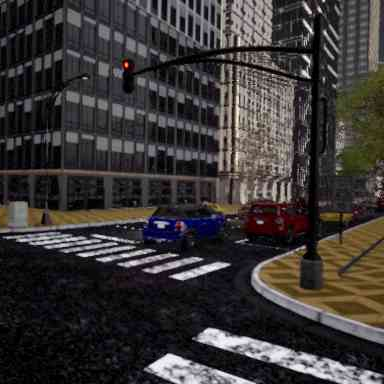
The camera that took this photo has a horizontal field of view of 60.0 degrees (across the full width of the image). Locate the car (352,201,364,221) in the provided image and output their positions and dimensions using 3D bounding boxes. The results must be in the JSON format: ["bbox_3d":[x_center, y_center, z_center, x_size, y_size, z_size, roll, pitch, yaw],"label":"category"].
[{"bbox_3d":[14.432,1.816,29.960,1.802,1.307,4.206,2,0,37],"label":"car"}]

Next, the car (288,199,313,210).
[{"bbox_3d":[14.406,1.631,44.002,1.947,1.339,4.313,2,1,37],"label":"car"}]

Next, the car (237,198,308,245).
[{"bbox_3d":[4.369,1.416,16.359,2.192,1.841,5.009,2,0,37],"label":"car"}]

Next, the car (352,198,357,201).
[{"bbox_3d":[31.181,1.857,66.657,1.802,1.307,4.206,2,1,37],"label":"car"}]

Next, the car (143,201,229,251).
[{"bbox_3d":[-0.091,1.342,14.666,2.097,1.767,4.553,2,1,31],"label":"car"}]

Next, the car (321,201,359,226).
[{"bbox_3d":[11.178,1.717,25.563,1.752,1.417,4.829,2,0,37],"label":"car"}]

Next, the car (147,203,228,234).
[{"bbox_3d":[-0.081,1.474,20.067,2.033,1.411,5.357,2,1,37],"label":"car"}]

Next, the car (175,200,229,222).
[{"bbox_3d":[0.885,1.414,25.740,1.752,1.417,4.829,2,0,37],"label":"car"}]

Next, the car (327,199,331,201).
[{"bbox_3d":[24.371,1.717,57.458,1.752,1.417,4.829,2,1,37],"label":"car"}]

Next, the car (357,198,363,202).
[{"bbox_3d":[34.536,1.868,71.188,2.008,1.369,4.403,2,1,37],"label":"car"}]

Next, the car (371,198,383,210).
[{"bbox_3d":[27.863,1.722,48.090,2.192,1.841,5.009,2,1,37],"label":"car"}]

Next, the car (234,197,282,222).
[{"bbox_3d":[5.553,1.354,27.666,2.097,1.767,4.553,2,1,37],"label":"car"}]
